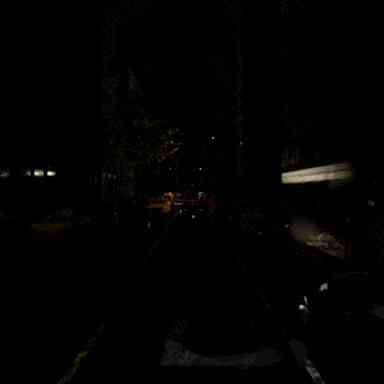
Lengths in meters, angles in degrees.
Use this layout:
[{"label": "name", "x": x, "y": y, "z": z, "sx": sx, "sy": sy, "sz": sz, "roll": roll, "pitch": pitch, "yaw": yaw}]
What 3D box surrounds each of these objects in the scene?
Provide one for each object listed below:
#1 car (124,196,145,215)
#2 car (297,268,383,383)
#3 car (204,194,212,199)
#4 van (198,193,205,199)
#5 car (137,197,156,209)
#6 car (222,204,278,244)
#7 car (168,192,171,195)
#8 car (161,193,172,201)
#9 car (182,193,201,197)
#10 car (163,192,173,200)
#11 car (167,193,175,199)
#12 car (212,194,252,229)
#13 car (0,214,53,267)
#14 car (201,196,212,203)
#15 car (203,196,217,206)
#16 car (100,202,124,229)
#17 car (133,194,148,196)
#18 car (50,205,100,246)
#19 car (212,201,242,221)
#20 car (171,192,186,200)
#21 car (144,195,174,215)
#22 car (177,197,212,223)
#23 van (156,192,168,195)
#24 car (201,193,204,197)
[{"label": "car", "x": -5.872, "y": 1.403, "z": 32.133, "sx": 1.887, "sy": 1.381, "sz": 4.507, "roll": 0, "pitch": 0, "yaw": 0}, {"label": "car", "x": 2.668, "y": 1.545, "z": 3.935, "sx": 1.947, "sy": 1.339, "sz": 4.313, "roll": 0, "pitch": 0, "yaw": 0}, {"label": "car", "x": 2.654, "y": 1.174, "z": 32.128, "sx": 2.192, "sy": 1.841, "sz": 5.009, "roll": 0, "pitch": 0, "yaw": 0}, {"label": "van", "x": 2.620, "y": 1.053, "z": 94.156, "sx": 1.690, "sy": 1.788, "sz": 3.998, "roll": 0, "pitch": 0, "yaw": 0}, {"label": "car", "x": -5.877, "y": 1.380, "z": 43.413, "sx": 1.947, "sy": 1.339, "sz": 4.313, "roll": 0, "pitch": 0, "yaw": 0}, {"label": "car", "x": 2.662, "y": 1.472, "z": 15.213, "sx": 1.887, "sy": 1.381, "sz": 4.507, "roll": 0, "pitch": 0, "yaw": 0}, {"label": "car", "x": -5.890, "y": 1.197, "z": 65.969, "sx": 1.967, "sy": 1.590, "sz": 4.097, "roll": 0, "pitch": 0, "yaw": 0}, {"label": "car", "x": -5.895, "y": 1.051, "z": 77.249, "sx": 2.192, "sy": 1.841, "sz": 5.009, "roll": 0, "pitch": 0, "yaw": 0}, {"label": "car", "x": 0.080, "y": 1.306, "z": 43.560, "sx": 2.128, "sy": 1.511, "sz": 4.902, "roll": 0, "pitch": 0, "yaw": 0}, {"label": "car", "x": -5.898, "y": 1.041, "z": 82.887, "sx": 2.192, "sy": 1.841, "sz": 5.009, "roll": 0, "pitch": 0, "yaw": 0}, {"label": "car", "x": -5.904, "y": 1.152, "z": 94.167, "sx": 1.967, "sy": 1.590, "sz": 4.097, "roll": 0, "pitch": 0, "yaw": 0}, {"label": "car", "x": 2.659, "y": 1.219, "z": 20.851, "sx": 2.192, "sy": 1.841, "sz": 5.009, "roll": 0, "pitch": 0, "yaw": 0}, {"label": "car", "x": -5.860, "y": 1.535, "z": 9.575, "sx": 1.802, "sy": 1.307, "sz": 4.206, "roll": 0, "pitch": 0, "yaw": 0}, {"label": "car", "x": 2.638, "y": 1.350, "z": 60.322, "sx": 1.802, "sy": 1.307, "sz": 4.206, "roll": 0, "pitch": 0, "yaw": 0}, {"label": "car", "x": 2.645, "y": 1.319, "z": 49.215, "sx": 1.752, "sy": 1.417, "sz": 4.829, "roll": 0, "pitch": 0, "yaw": 0}, {"label": "car", "x": -5.866, "y": 1.470, "z": 20.854, "sx": 1.947, "sy": 1.339, "sz": 4.313, "roll": 0, "pitch": 0, "yaw": 0}, {"label": "car", "x": -5.874, "y": 1.152, "z": 37.772, "sx": 2.192, "sy": 1.841, "sz": 5.009, "roll": 0, "pitch": 0, "yaw": 0}, {"label": "car", "x": -5.863, "y": 1.453, "z": 15.044, "sx": 1.752, "sy": 1.417, "sz": 4.829, "roll": 0, "pitch": 0, "yaw": 0}, {"label": "car", "x": 2.656, "y": 1.447, "z": 26.490, "sx": 1.947, "sy": 1.339, "sz": 4.313, "roll": 0, "pitch": 0, "yaw": 0}, {"label": "car", "x": -3.035, "y": 0.954, "z": 72.804, "sx": 2.128, "sy": 1.511, "sz": 4.902, "roll": 0, "pitch": 0, "yaw": 0}, {"label": "car", "x": -3.113, "y": 1.336, "z": 32.269, "sx": 1.882, "sy": 1.535, "sz": 5.008, "roll": 0, "pitch": 0, "yaw": 0}, {"label": "car", "x": 0.087, "y": 1.383, "z": 24.019, "sx": 2.128, "sy": 1.511, "sz": 4.902, "roll": 0, "pitch": 0, "yaw": 0}, {"label": "van", "x": -5.887, "y": 1.109, "z": 60.330, "sx": 1.690, "sy": 1.788, "sz": 3.998, "roll": 0, "pitch": 0, "yaw": 0}, {"label": "car", "x": 2.648, "y": 1.130, "z": 43.406, "sx": 2.192, "sy": 1.841, "sz": 5.009, "roll": 0, "pitch": 0, "yaw": 0}]
